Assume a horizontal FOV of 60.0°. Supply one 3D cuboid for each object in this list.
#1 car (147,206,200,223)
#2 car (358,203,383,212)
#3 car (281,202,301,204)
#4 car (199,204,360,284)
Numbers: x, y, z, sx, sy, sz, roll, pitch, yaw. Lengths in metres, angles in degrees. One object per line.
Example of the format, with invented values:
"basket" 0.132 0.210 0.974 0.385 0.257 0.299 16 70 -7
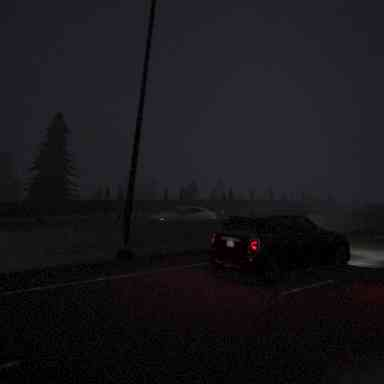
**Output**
"car" -0.515 1.596 20.821 4.674 1.442 1.812 0 0 -36
"car" 14.603 1.659 27.303 4.902 1.511 2.128 0 0 -35
"car" 9.445 1.708 32.223 5.357 1.411 2.033 0 0 -35
"car" 2.741 1.400 10.001 4.553 1.767 2.097 0 0 -35
